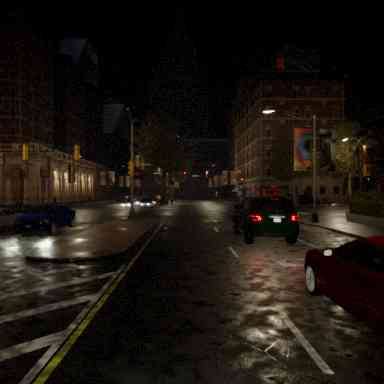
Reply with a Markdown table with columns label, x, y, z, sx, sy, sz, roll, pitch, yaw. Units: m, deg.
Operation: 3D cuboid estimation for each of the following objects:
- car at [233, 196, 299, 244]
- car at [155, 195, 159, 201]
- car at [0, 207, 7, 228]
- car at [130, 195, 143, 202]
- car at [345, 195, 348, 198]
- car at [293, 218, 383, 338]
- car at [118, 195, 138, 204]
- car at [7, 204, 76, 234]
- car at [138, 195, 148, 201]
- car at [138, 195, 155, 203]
| label | x | y | z | sx | sy | sz | roll | pitch | yaw |
| --- | --- | --- | --- | --- | --- | --- | --- | --- | --- |
| car | 3.356 | 1.221 | 15.942 | 2.150 | 2.045 | 5.566 | 0 | 0 | -1 |
| car | -9.229 | 1.500 | 76.651 | 1.837 | 1.490 | 4.892 | 0 | 0 | -1 |
| car | -11.810 | 1.600 | 19.660 | 1.895 | 1.301 | 4.718 | 0 | 0 | -1 |
| car | -12.725 | 1.525 | 76.358 | 2.128 | 1.511 | 4.902 | 0 | 0 | -1 |
| car | 36.687 | 1.481 | 78.785 | 2.231 | 1.521 | 4.892 | 0 | 0 | -1 |
| car | 3.521 | 1.478 | 5.663 | 1.882 | 1.535 | 5.008 | 0 | 0 | -1 |
| car | -12.578 | 1.492 | 66.039 | 2.128 | 1.511 | 4.902 | 0 | 0 | 0 |
| car | -8.308 | 1.478 | 19.308 | 1.882 | 1.535 | 5.008 | 0 | 0 | -1 |
| car | -12.909 | 1.525 | 87.721 | 2.128 | 1.511 | 4.902 | 0 | 0 | -1 |
| car | -9.084 | 1.564 | 66.468 | 1.994 | 1.385 | 4.181 | 0 | 0 | 0 |
